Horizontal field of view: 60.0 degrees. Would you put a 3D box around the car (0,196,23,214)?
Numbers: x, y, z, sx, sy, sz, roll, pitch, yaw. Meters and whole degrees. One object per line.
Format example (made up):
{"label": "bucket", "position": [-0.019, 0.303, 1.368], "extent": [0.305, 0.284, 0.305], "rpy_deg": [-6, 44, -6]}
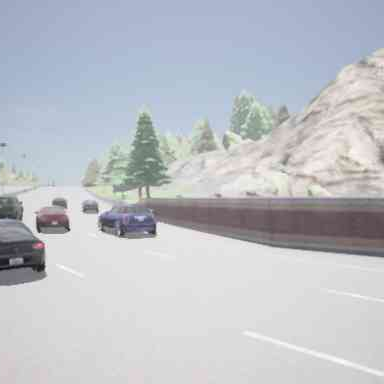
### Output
{"label": "car", "position": [-14.478, 1.287, 25.604], "extent": [2.150, 2.045, 5.566], "rpy_deg": [1, 0, -21]}

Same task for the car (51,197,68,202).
{"label": "car", "position": [-17.762, 1.476, 44.539], "extent": [1.837, 1.490, 4.892], "rpy_deg": [1, 1, -20]}

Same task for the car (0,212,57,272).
{"label": "car", "position": [-5.864, 1.558, 10.047], "extent": [1.812, 1.442, 4.674], "rpy_deg": [1, 0, -40]}

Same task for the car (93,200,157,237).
{"label": "car", "position": [-3.799, 1.466, 19.112], "extent": [2.097, 1.767, 4.553], "rpy_deg": [1, -1, -32]}

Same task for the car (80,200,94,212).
{"label": "car", "position": [-12.193, 1.610, 39.567], "extent": [2.033, 1.411, 5.357], "rpy_deg": [1, 0, -20]}

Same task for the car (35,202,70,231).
{"label": "car", "position": [-8.788, 1.618, 20.937], "extent": [1.812, 1.442, 4.674], "rpy_deg": [0, 0, -25]}
